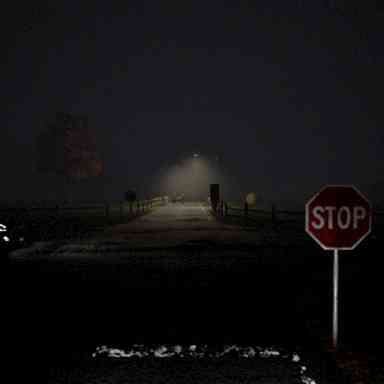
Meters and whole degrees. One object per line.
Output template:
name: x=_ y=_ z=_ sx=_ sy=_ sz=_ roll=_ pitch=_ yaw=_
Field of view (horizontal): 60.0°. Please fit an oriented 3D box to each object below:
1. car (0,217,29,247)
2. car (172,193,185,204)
car: x=-9.207 y=1.351 z=13.570 sx=4.553 sy=1.767 sz=2.097 roll=0 pitch=1 yaw=-1
car: x=-2.623 y=1.260 z=65.729 sx=2.150 sy=2.045 sz=5.566 roll=0 pitch=0 yaw=0
